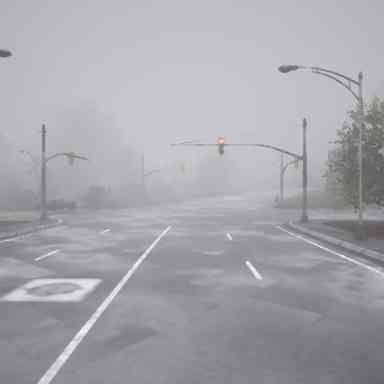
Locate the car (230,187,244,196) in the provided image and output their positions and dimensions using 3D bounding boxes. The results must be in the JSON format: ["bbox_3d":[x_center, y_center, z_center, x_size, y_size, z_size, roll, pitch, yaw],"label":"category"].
[{"bbox_3d":[11.788,-0.075,86.426,2.150,2.045,5.566,0,3,30],"label":"car"}]

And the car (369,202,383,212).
[{"bbox_3d":[23.388,1.425,38.802,4.902,1.511,2.128,-1,0,3],"label":"car"}]

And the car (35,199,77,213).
[{"bbox_3d":[-16.832,1.635,41.184,4.892,1.490,1.837,-2,0,3],"label":"car"}]
